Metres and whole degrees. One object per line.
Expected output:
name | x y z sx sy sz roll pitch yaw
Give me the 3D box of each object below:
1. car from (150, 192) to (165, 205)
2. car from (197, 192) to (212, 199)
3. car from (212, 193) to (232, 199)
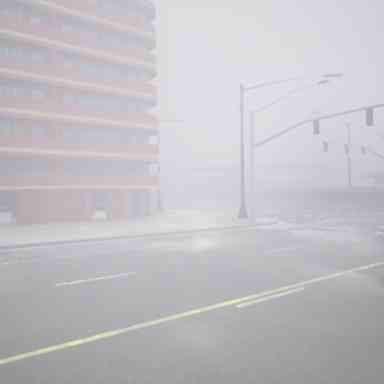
car | -6.658 1.071 55.921 2.150 2.045 5.566 -1 0 -36
car | 3.458 0.755 82.285 4.611 1.667 2.242 -1 1 -35
car | 7.429 0.903 78.063 3.806 1.475 1.970 -1 1 -35
